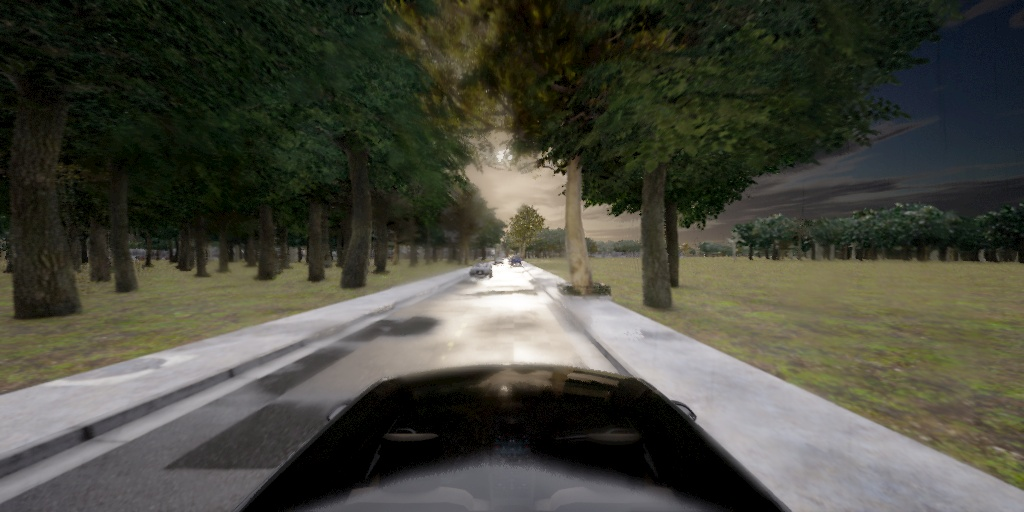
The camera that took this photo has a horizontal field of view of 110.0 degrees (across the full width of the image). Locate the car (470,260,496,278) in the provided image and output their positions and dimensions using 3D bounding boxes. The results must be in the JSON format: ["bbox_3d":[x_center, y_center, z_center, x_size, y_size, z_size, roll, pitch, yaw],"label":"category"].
[{"bbox_3d":[-2.848,1.315,34.180,1.994,1.385,4.181,0,0,0],"label":"car"}]
